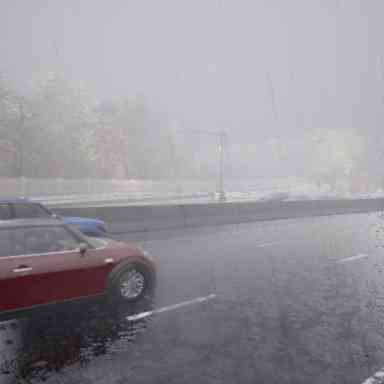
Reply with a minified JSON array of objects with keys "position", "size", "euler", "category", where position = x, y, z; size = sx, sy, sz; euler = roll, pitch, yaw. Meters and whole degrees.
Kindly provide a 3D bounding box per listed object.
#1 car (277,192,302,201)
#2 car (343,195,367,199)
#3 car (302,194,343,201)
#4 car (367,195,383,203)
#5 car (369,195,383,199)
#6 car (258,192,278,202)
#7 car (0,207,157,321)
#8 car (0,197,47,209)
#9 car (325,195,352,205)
[{"position":[13.512,1.161,42.723],"size":[4.553,1.767,2.097],"euler":[0,0,-39],"category":"car"},{"position":[26.653,1.335,53.425],"size":[4.674,1.442,1.812],"euler":[0,0,-39],"category":"car"},{"position":[15.776,1.184,40.057],"size":[4.553,1.767,2.097],"euler":[0,1,-39],"category":"car"},{"position":[36.906,1.313,66.311],"size":[4.674,1.442,1.812],"euler":[0,0,-39],"category":"car"},{"position":[29.321,1.337,51.085],"size":[4.892,1.490,1.837],"euler":[0,1,-39],"category":"car"},{"position":[11.529,1.010,45.617],"size":[5.566,2.045,2.150],"euler":[1,0,-39],"category":"car"},{"position":[-2.907,1.302,6.432],"size":[4.553,1.767,2.097],"euler":[0,0,-39],"category":"car"},{"position":[-5.018,1.148,9.226],"size":[5.566,2.045,2.150],"euler":[0,0,-39],"category":"car"},{"position":[25.013,1.278,56.593],"size":[4.902,1.511,2.128],"euler":[0,0,-39],"category":"car"}]
